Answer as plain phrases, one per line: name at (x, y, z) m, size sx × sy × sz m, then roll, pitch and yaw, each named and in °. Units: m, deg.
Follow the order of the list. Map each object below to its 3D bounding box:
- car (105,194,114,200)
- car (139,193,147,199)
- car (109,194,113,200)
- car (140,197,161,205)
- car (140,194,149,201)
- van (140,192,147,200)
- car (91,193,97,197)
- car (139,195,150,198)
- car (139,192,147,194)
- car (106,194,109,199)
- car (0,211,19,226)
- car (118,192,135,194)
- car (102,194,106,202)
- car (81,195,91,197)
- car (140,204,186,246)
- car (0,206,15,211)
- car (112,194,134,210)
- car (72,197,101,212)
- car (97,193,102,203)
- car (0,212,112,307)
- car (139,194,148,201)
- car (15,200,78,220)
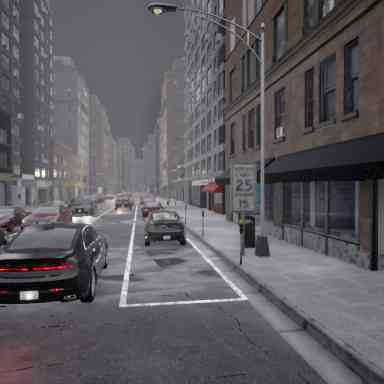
car at (-21.230, 1.191, 86.070) m, size 1.887 × 1.381 × 4.507 m, roll -1°, pitch 0°, yaw -9°
car at (-13.695, 1.052, 92.987) m, size 1.967 × 1.590 × 4.097 m, roll -1°, pitch 0°, yaw -9°
car at (-20.343, 1.202, 80.477) m, size 1.887 × 1.381 × 4.507 m, roll -1°, pitch 0°, yaw -9°
car at (-3.063, 1.391, 25.881) m, size 1.887 × 1.381 × 4.507 m, roll -1°, pitch 0°, yaw -9°
car at (-10.150, 1.226, 70.619) m, size 1.947 × 1.339 × 4.313 m, roll -1°, pitch 0°, yaw -9°
van at (-11.925, 0.973, 81.803) m, size 1.690 × 1.788 × 3.998 m, roll -1°, pitch 0°, yaw -9°
car at (-15.029, 1.198, 46.919) m, size 1.967 × 1.590 × 4.097 m, roll -1°, pitch 0°, yaw -9°
car at (-4.835, 1.329, 37.065) m, size 1.887 × 1.381 × 4.507 m, roll -1°, pitch 0°, yaw -9°
car at (-7.494, 1.151, 53.840) m, size 1.967 × 1.590 × 4.097 m, roll -1°, pitch 0°, yaw -9°
car at (-17.687, 1.141, 63.698) m, size 1.967 × 1.590 × 4.097 m, roll -1°, pitch 0°, yaw -9°
car at (-6.332, 1.476, 8.460) m, size 1.837 × 1.490 × 4.892 m, roll 0°, pitch 0°, yaw -9°
car at (-9.602, 1.089, 48.943) m, size 2.097 × 1.767 × 4.553 m, roll 0°, pitch 0°, yaw -9°
car at (-16.802, 1.032, 58.103) m, size 2.192 × 1.841 × 5.009 m, roll -1°, pitch 0°, yaw -9°
car at (-14.142, 1.348, 41.327) m, size 1.947 × 1.339 × 4.313 m, roll -1°, pitch 0°, yaw -9°
car at (-1.291, 1.469, 14.696) m, size 2.008 × 1.369 × 4.403 m, roll -1°, pitch 0°, yaw -9°
car at (-10.598, 1.488, 18.958) m, size 1.802 × 1.307 × 4.206 m, roll -1°, pitch 0°, yaw -9°
car at (-7.923, 1.287, 38.696) m, size 1.837 × 1.490 × 4.892 m, roll 0°, pitch 0°, yaw -9°
car at (-9.689, 1.399, 29.788) m, size 1.994 × 1.385 × 4.181 m, roll 0°, pitch 0°, yaw -8°
car at (-15.915, 1.176, 52.512) m, size 1.967 × 1.590 × 4.097 m, roll -1°, pitch 0°, yaw -9°
car at (-3.116, 1.473, 7.980) m, size 1.837 × 1.490 × 4.892 m, roll 0°, pitch 0°, yaw -9°
car at (-11.036, 1.211, 76.210) m, size 1.947 × 1.339 × 4.313 m, roll -1°, pitch 0°, yaw -9°
car at (-7.927, 1.430, 18.549) m, size 1.812 × 1.442 × 4.674 m, roll 0°, pitch 0°, yaw -9°
